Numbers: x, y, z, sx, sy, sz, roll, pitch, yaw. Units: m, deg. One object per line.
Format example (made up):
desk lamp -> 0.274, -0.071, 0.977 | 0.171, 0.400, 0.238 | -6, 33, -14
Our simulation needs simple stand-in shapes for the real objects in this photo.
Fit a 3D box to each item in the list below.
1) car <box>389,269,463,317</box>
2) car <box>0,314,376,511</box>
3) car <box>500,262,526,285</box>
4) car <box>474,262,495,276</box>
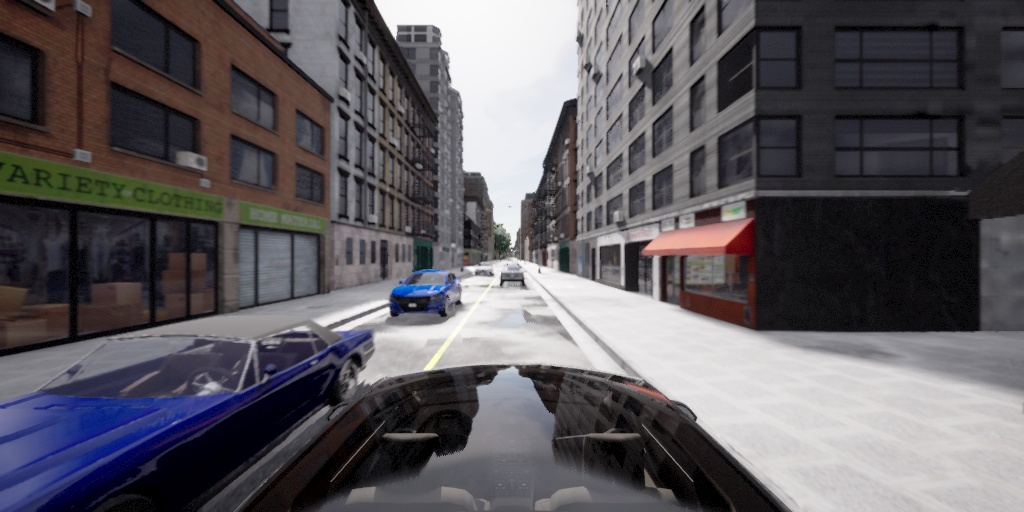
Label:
car -> -3.086, 1.270, 13.666 | 1.882, 1.535, 5.008 | 0, 0, 0
car -> -3.099, 1.358, 3.484 | 1.895, 1.301, 4.718 | 0, 0, 0
car -> 0.043, 1.383, 26.685 | 2.033, 1.411, 5.357 | 0, 0, 1
car -> -3.008, 1.402, 39.338 | 1.812, 1.442, 4.674 | 0, 0, 0
